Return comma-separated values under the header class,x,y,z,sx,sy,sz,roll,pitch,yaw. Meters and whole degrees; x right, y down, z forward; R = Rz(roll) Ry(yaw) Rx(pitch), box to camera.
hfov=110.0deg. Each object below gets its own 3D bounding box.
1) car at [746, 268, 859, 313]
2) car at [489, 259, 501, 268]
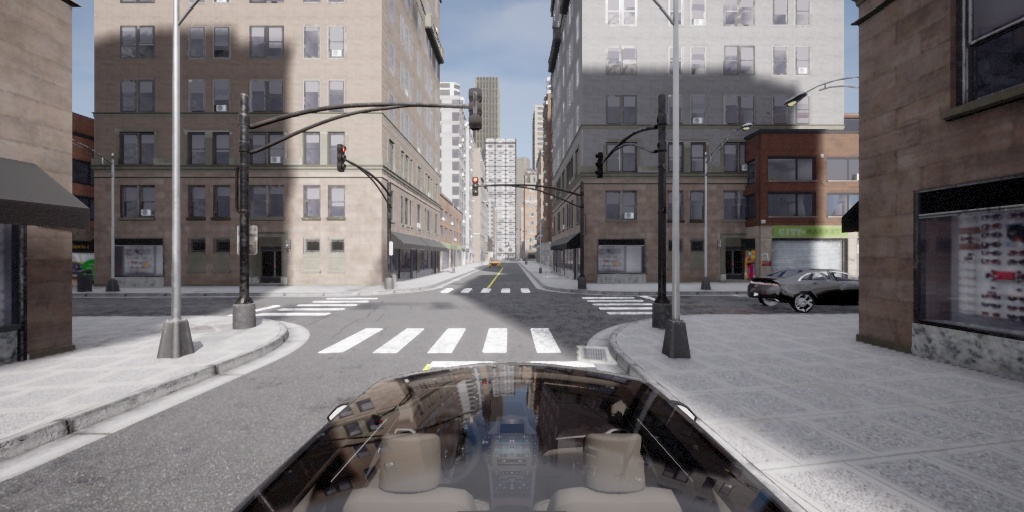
class,x,y,z,sx,sy,sz,roll,pitch,yaw
car,11.428,1.209,13.234,4.902,1.511,2.128,0,0,0
car,-2.995,1.208,62.919,1.882,1.535,5.008,0,0,0
